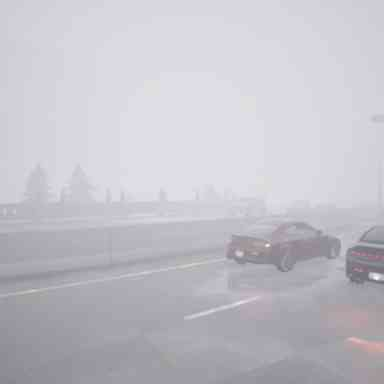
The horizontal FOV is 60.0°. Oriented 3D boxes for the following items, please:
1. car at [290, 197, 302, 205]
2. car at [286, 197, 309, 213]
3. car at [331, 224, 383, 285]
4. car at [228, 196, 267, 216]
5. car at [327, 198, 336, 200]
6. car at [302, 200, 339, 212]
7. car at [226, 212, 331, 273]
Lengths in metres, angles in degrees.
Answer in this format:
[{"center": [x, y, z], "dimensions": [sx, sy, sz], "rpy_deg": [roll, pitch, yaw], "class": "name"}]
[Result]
[{"center": [22.529, 1.933, 72.095], "dimensions": [2.128, 1.511, 4.902], "rpy_deg": [0, 0, 12], "class": "car"}, {"center": [12.122, 1.614, 37.334], "dimensions": [2.097, 1.767, 4.553], "rpy_deg": [0, -1, 33], "class": "car"}, {"center": [5.774, 1.572, 8.697], "dimensions": [4.892, 1.490, 1.837], "rpy_deg": [0, 0, -41], "class": "car"}, {"center": [5.879, 1.454, 34.488], "dimensions": [2.150, 2.045, 5.566], "rpy_deg": [0, 0, 37], "class": "car"}, {"center": [29.063, 1.988, 68.982], "dimensions": [1.837, 1.490, 4.892], "rpy_deg": [0, 0, 12], "class": "car"}, {"center": [12.638, 1.775, 31.849], "dimensions": [2.033, 1.411, 5.357], "rpy_deg": [0, 0, 36], "class": "car"}, {"center": [3.104, 1.602, 10.992], "dimensions": [4.674, 1.442, 1.812], "rpy_deg": [0, 0, -41], "class": "car"}]
